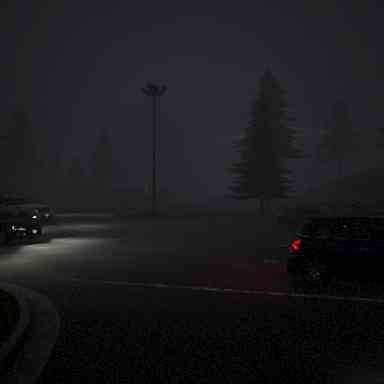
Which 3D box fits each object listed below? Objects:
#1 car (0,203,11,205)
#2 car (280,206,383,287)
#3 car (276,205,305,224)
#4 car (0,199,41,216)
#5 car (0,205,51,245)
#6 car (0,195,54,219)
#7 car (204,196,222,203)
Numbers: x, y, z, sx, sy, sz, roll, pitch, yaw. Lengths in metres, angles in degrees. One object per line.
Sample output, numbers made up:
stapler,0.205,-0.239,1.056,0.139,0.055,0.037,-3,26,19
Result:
car,-13.596,1.520,19.835,4.674,1.442,1.812,0,0,13
car,4.697,1.366,8.421,4.553,1.767,2.097,0,0,13
car,7.766,1.593,22.079,4.181,1.385,1.994,0,0,13
car,-17.454,1.491,32.042,4.902,1.511,2.128,0,0,-11
car,-9.306,1.502,15.251,4.892,1.490,1.837,0,0,13
car,-12.505,1.223,23.177,5.566,2.045,2.150,0,0,13
car,4.645,1.610,69.517,2.033,1.411,5.357,0,0,-33
